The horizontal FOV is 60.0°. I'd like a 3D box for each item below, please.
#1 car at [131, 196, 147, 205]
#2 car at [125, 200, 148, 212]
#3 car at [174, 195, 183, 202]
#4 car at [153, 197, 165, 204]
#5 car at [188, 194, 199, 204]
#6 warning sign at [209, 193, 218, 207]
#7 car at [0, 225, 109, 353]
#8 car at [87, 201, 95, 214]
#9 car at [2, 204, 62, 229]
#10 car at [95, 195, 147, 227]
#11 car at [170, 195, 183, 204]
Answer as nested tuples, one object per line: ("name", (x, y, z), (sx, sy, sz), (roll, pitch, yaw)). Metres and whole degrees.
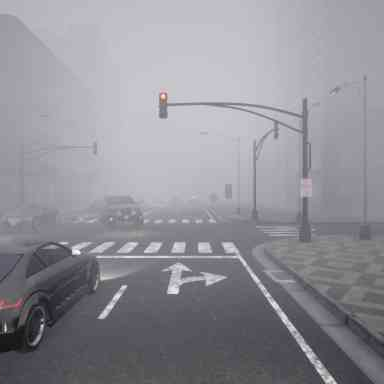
("car", (-9.642, 1.514, 61.280), (2.033, 1.411, 5.357), (0, 0, 1))
("car", (-6.492, 1.589, 39.104), (1.895, 1.301, 4.718), (0, 0, 0))
("car", (-3.042, 1.457, 74.192), (1.837, 1.490, 4.892), (0, 0, 0))
("car", (-6.368, 1.566, 63.564), (1.895, 1.301, 4.718), (0, 0, 1))
("car", (0.268, 1.568, 61.299), (1.895, 1.301, 4.718), (0, 0, 0))
("warning sign", (2.975, 1.097, 46.286), (1.300, 1.860, 1.060), (0, 0, 0))
("car", (-3.133, 1.564, 6.139), (1.994, 1.385, 4.181), (0, 0, 0))
("car", (-9.752, 1.517, 35.747), (1.812, 1.442, 4.674), (0, 0, 0))
("car", (-9.794, 1.492, 20.695), (2.128, 1.511, 4.902), (0, 0, 0))
("car", (-5.088, 1.221, 23.101), (2.150, 2.045, 5.566), (-1, 0, -22))
("car", (-2.979, 1.444, 62.219), (1.882, 1.535, 5.008), (0, 0, 0))
